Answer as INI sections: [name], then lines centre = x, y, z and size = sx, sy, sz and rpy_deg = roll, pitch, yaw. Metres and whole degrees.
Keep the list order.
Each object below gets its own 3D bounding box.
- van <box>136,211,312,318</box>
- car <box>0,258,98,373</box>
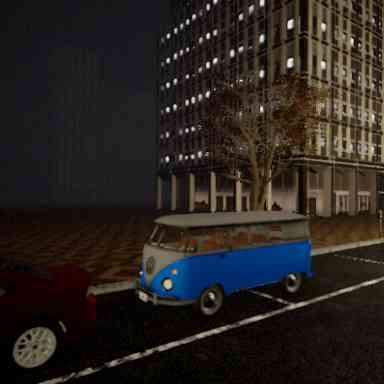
[van]
centre = 0.847, 1.343, 7.151
size = 3.998, 1.788, 1.690
rpy_deg = 0, 1, -35
[car]
centre = -3.480, 1.545, 4.068
size = 4.507, 1.381, 1.887
rpy_deg = 0, 1, -35
